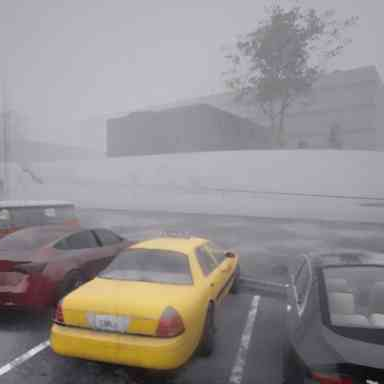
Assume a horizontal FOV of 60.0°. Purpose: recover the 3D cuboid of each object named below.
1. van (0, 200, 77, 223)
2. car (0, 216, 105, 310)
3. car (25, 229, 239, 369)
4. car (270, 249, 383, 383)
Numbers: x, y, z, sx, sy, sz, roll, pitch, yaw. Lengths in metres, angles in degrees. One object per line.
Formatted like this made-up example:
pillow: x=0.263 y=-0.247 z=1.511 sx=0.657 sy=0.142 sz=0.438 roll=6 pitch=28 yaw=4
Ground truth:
van: x=-5.187 y=1.219 z=9.364 sx=1.878 sy=1.987 sz=4.442 roll=1 pitch=0 yaw=16
car: x=-2.728 y=1.489 z=7.773 sx=2.163 sy=1.488 sz=4.792 roll=0 pitch=-1 yaw=15
car: x=-0.256 y=1.471 z=6.192 sx=1.946 sy=1.575 sz=5.366 roll=0 pitch=-1 yaw=15
car: x=2.120 y=1.489 z=4.277 sx=2.231 sy=1.521 sz=4.892 roll=0 pitch=-1 yaw=15
